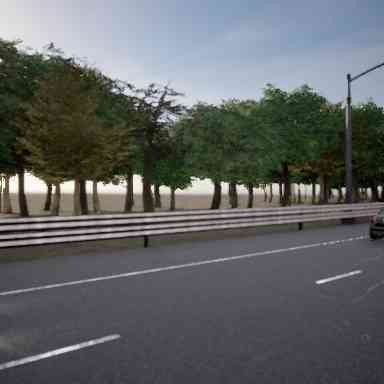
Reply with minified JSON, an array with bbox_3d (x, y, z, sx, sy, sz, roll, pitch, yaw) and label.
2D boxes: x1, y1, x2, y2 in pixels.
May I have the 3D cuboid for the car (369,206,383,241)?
[{"bbox_3d":[10.186,1.335,15.310,4.553,1.767,2.097,0,0,-36],"label":"car"}]
